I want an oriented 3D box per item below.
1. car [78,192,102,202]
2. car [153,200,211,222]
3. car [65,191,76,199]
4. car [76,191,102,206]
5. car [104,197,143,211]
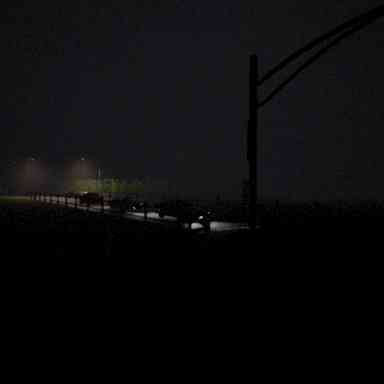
[{"bbox_3d":[-16.486,0.733,53.554,2.033,1.411,5.357,1,1,-35],"label":"car"},{"bbox_3d":[-0.879,1.264,24.223,2.033,1.411,5.357,1,1,-34],"label":"car"},{"bbox_3d":[-22.292,0.494,62.026,1.882,1.535,5.008,1,1,-34],"label":"car"},{"bbox_3d":[-12.362,0.844,41.009,1.882,1.535,5.008,1,1,-35],"label":"car"},{"bbox_3d":[-6.559,1.144,32.514,1.895,1.301,4.718,1,1,-34],"label":"car"}]
